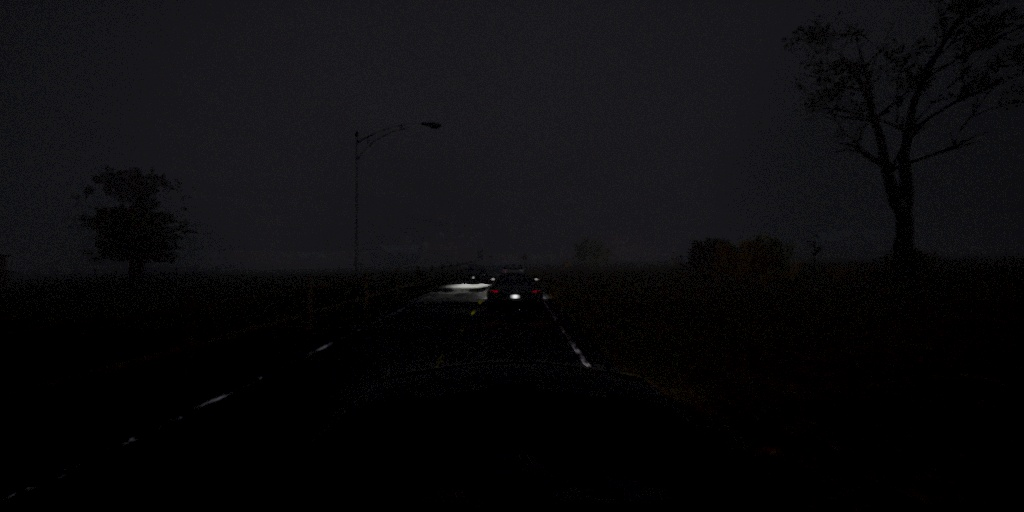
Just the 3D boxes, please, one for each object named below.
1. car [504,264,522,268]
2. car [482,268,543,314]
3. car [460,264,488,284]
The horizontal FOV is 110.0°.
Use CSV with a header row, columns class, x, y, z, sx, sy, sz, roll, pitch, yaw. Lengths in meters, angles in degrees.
class,x,y,z,sx,sy,sz,roll,pitch,yaw
car,0.118,1.378,31.938,1.895,1.301,4.718,0,0,0
car,0.108,1.320,13.890,1.994,1.385,4.181,0,0,0
car,-2.737,1.336,27.354,1.994,1.385,4.181,0,0,0
